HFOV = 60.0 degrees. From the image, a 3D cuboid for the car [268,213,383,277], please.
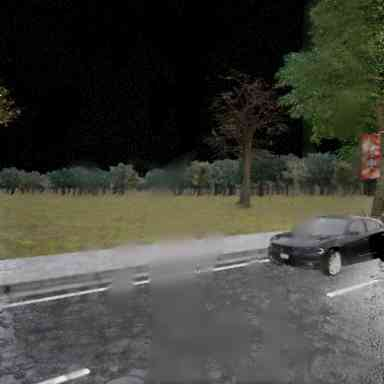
[{"bbox_3d":[4.519,1.461,10.398,5.008,1.535,1.882,0,0,-35],"label":"car"}]
